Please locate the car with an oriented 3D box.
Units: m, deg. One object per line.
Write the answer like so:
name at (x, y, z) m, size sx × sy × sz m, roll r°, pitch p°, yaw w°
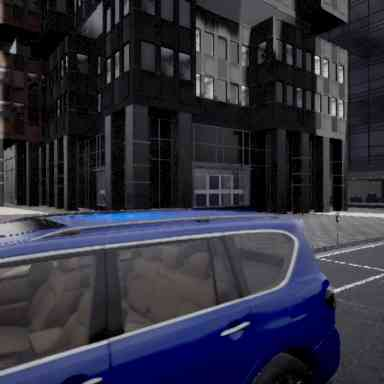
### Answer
car at (-1.115, 1.221, 2.632) m, size 5.566 × 2.045 × 2.150 m, roll 0°, pitch 0°, yaw -35°
